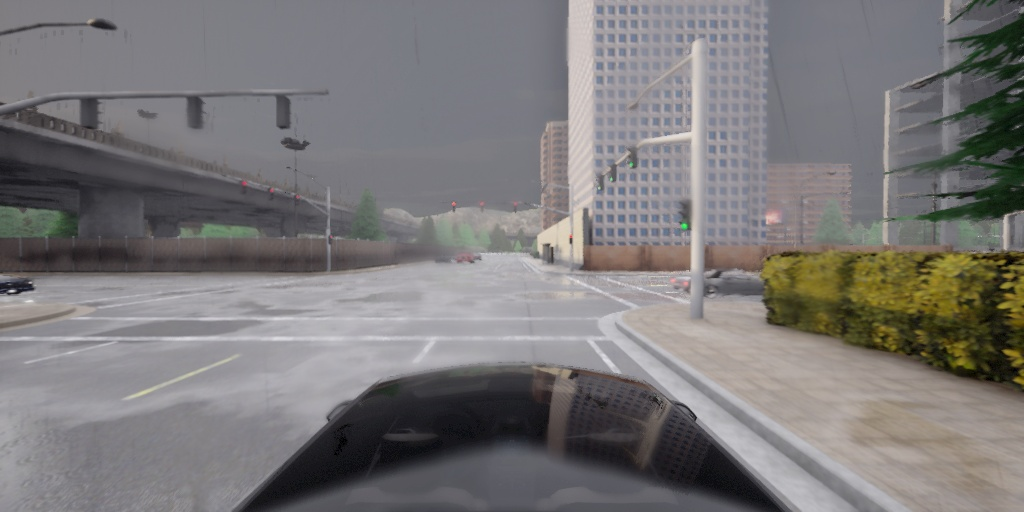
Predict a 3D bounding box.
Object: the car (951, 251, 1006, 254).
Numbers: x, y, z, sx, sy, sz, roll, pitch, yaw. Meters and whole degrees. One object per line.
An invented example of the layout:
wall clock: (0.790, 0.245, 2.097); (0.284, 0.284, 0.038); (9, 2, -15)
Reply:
car: (29.642, 0.709, 23.203); (5.566, 2.045, 2.150); (0, 1, 0)

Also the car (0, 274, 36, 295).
car: (-24.974, 1.170, 16.016); (5.357, 1.411, 2.033); (0, 1, 0)

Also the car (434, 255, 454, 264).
car: (-10.544, 0.556, 54.948); (1.895, 1.301, 4.718); (0, 1, 1)

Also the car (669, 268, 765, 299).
car: (9.807, 1.215, 16.120); (4.718, 1.301, 1.895); (0, 1, 0)

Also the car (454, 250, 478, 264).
car: (-7.044, 0.172, 55.123); (2.150, 2.045, 5.566); (0, 1, 1)
